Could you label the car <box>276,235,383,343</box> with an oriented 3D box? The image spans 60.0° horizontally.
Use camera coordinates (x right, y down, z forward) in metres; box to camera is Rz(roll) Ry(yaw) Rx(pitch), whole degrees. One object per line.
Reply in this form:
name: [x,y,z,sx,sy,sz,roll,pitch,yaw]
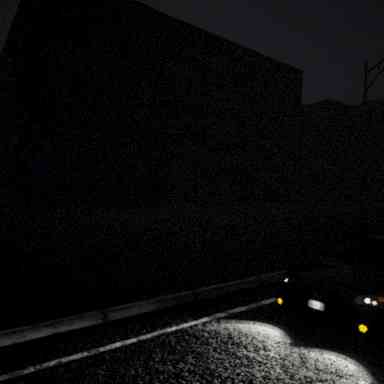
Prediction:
car: [3.536,1.566,6.319,4.181,1.385,1.994,0,0,-36]
